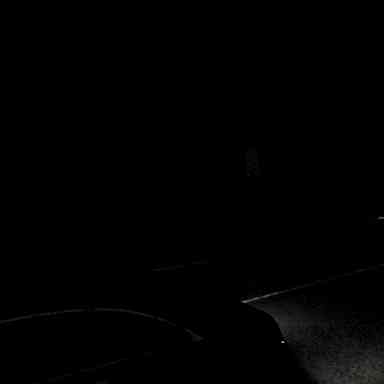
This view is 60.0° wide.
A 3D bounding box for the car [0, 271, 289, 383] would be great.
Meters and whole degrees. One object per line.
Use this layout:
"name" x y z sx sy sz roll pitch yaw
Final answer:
"car" -1.195 1.505 2.895 4.892 1.490 1.837 0 0 -36
